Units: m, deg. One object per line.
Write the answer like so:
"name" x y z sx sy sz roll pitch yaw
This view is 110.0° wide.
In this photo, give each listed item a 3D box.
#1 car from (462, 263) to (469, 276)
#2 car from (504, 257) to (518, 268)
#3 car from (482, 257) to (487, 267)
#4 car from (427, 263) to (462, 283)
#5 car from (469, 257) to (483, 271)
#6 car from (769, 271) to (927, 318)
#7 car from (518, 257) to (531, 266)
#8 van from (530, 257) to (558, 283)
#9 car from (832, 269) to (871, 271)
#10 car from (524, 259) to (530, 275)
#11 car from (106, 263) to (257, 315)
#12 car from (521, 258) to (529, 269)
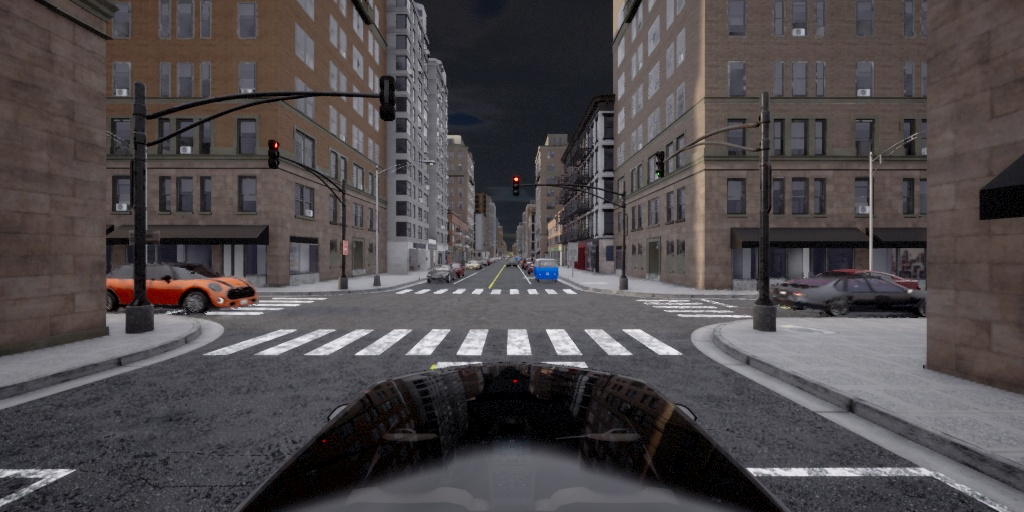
"car" -5.447 1.293 33.614 1.888 1.381 4.507 0 0 0
"car" -0.013 1.337 61.567 1.895 1.301 4.718 0 0 0
"car" -5.489 1.306 56.342 1.948 1.339 4.313 0 0 0
"car" -5.436 1.299 27.932 2.007 1.370 4.403 0 0 0
"car" -5.478 1.269 50.490 1.751 1.417 4.829 0 0 0
"car" 12.240 1.381 12.861 5.357 1.411 2.033 0 0 0
"car" 2.536 1.055 56.363 2.192 1.841 5.009 0 0 0
"van" 2.589 1.089 27.956 1.690 1.789 3.998 0 0 0
"car" 14.789 1.326 15.820 5.008 1.535 1.882 0 0 1
"car" 2.568 1.330 39.318 1.802 1.307 4.207 0 0 0
"car" -11.808 1.038 12.781 4.553 1.767 2.097 0 0 0
"car" 2.547 1.326 50.681 1.802 1.307 4.207 0 0 0
